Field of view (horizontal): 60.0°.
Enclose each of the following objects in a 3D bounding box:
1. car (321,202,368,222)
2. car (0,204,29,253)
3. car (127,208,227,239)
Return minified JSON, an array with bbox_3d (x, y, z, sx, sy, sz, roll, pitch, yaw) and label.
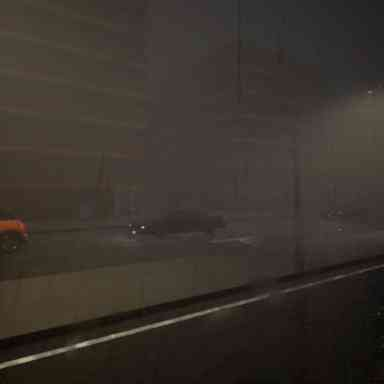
[{"bbox_3d":[12.446,1.565,26.970,4.674,1.442,1.812,0,0,-35],"label":"car"},{"bbox_3d":[-8.527,1.352,12.037,4.553,1.767,2.097,0,0,-35],"label":"car"},{"bbox_3d":[-0.641,1.562,17.657,5.357,1.411,2.033,0,0,-35],"label":"car"}]
